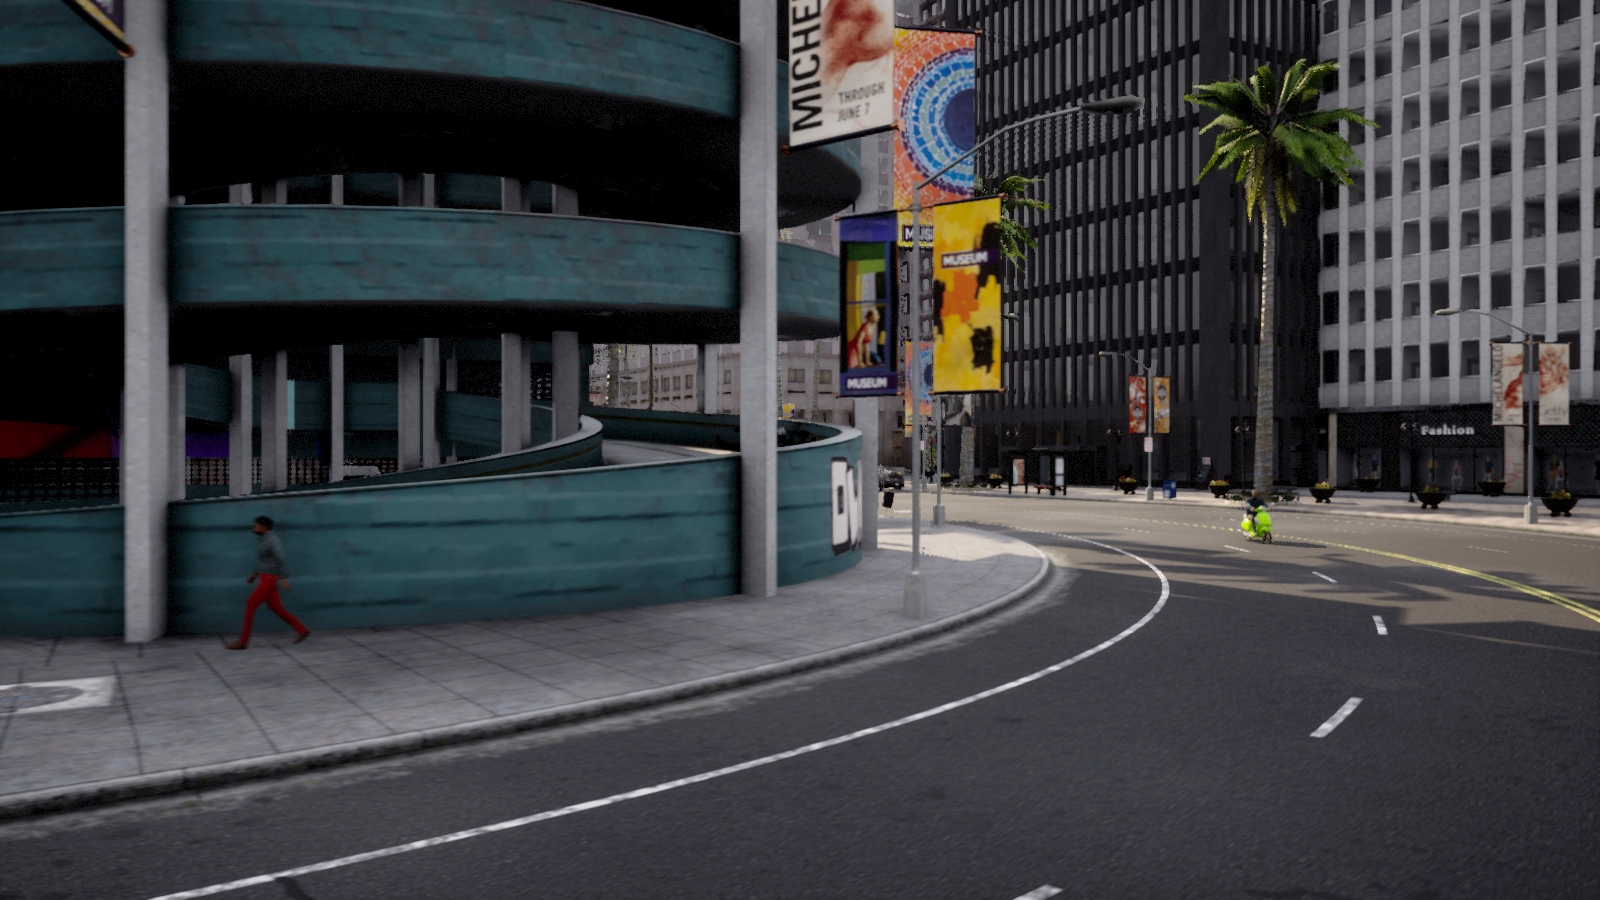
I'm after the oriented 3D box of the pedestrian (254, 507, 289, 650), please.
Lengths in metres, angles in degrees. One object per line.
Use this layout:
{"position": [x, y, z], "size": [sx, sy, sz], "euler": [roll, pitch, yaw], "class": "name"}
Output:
{"position": [-7.077, 1.703, 15.295], "size": [0.375, 1.860, 0.375], "euler": [0, 0, -35], "class": "pedestrian"}
